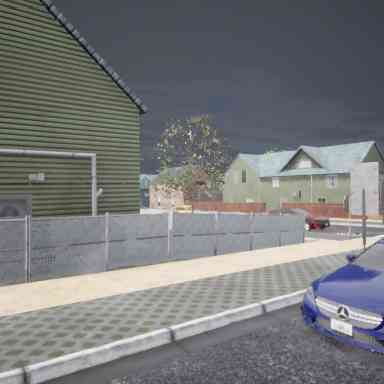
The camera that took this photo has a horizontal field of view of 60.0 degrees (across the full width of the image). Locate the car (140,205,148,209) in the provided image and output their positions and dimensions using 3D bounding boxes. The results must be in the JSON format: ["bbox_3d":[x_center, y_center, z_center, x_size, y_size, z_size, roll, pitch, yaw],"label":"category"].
[{"bbox_3d":[-8.251,2.604,49.229,1.895,1.301,4.718,-1,-1,-36],"label":"car"}]

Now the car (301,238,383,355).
[{"bbox_3d":[3.891,1.525,5.721,4.674,1.442,1.812,0,0,-35],"label":"car"}]

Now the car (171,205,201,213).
[{"bbox_3d":[-0.332,2.103,33.079,1.882,1.535,5.008,-1,0,-36],"label":"car"}]

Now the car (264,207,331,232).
[{"bbox_3d":[6.970,1.806,22.856,1.882,1.535,5.008,-1,-1,-36],"label":"car"}]
